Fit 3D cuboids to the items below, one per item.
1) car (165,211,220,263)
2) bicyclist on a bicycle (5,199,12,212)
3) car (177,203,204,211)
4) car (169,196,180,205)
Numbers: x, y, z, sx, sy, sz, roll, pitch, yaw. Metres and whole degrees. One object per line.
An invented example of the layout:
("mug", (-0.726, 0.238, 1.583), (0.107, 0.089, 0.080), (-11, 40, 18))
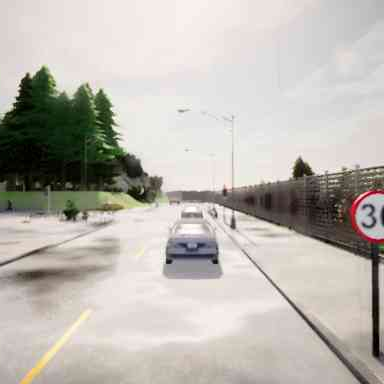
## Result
("car", (0.012, 1.678, 12.531), (2.033, 1.411, 5.357), (0, -1, 0))
("bicyclist on a bicycle", (-24.163, 1.804, 43.909), (0.582, 1.620, 1.656), (0, 0, 0))
("car", (0.004, 1.833, 27.519), (2.033, 1.411, 5.357), (0, -1, 0))
("car", (-4.011, 2.013, 76.311), (2.150, 2.045, 5.566), (0, -1, 0))
